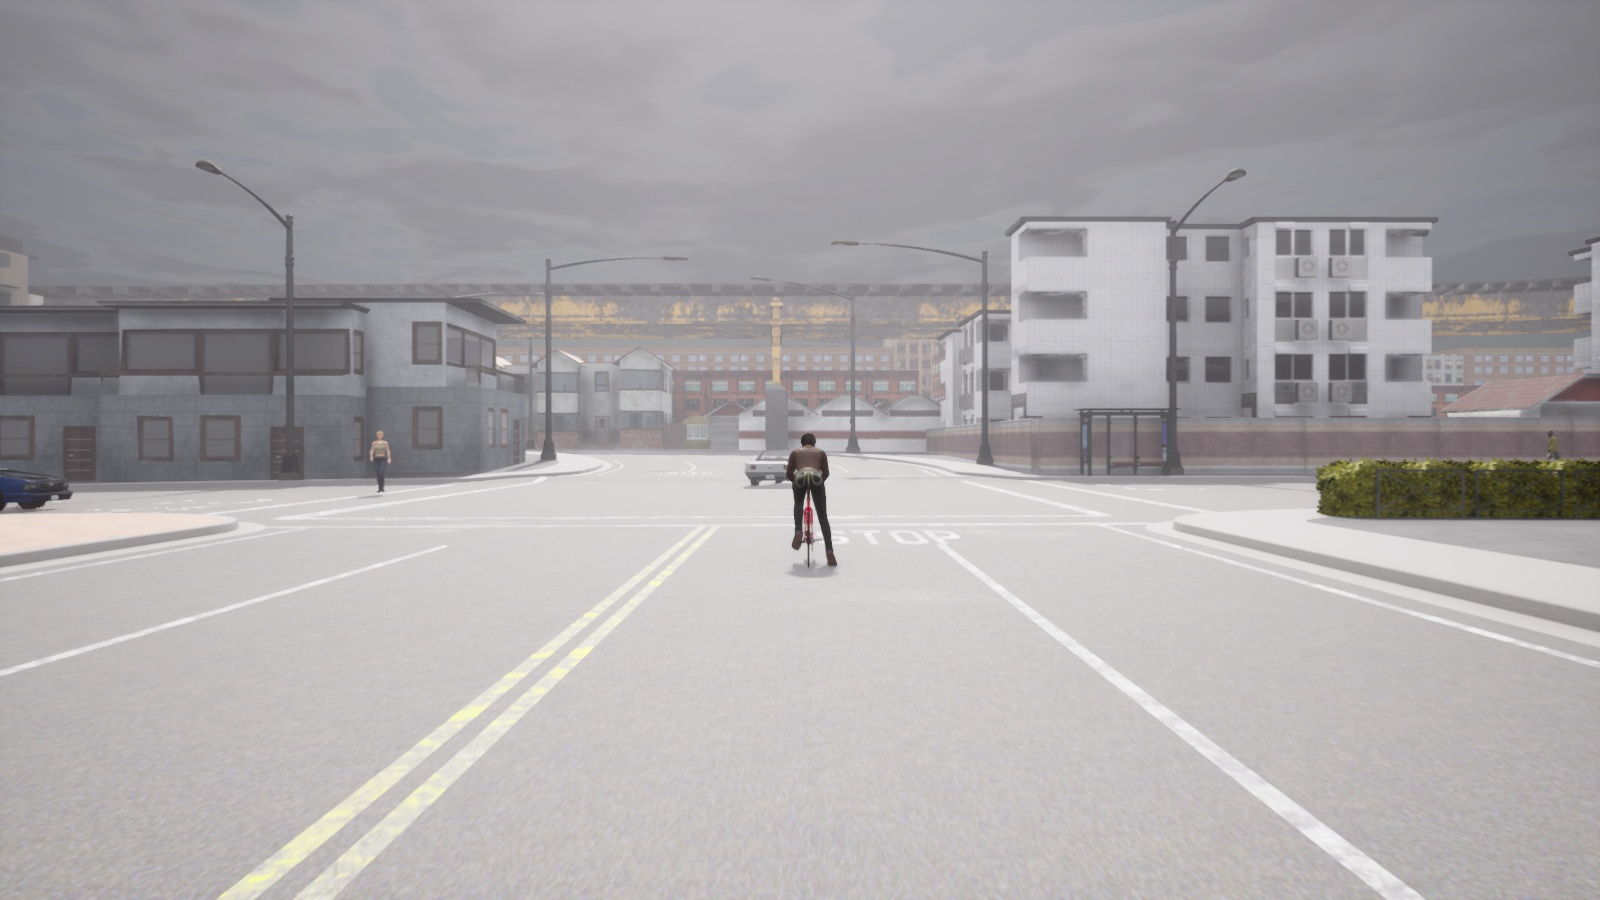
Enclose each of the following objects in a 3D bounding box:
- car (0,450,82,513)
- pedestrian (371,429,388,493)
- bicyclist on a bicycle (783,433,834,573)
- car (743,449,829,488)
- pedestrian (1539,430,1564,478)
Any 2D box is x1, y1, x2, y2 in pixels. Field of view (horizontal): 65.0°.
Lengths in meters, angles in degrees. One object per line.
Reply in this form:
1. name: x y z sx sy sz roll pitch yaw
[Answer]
1. car: -20.232 0.744 29.633 5.357 1.411 2.033 -1 0 -1
2. pedestrian: -12.299 0.318 36.727 0.345 1.836 0.594 0 0 -6
3. bicyclist on a bicycle: 0.104 0.613 15.403 0.582 1.620 1.656 0 0 0
4. car: -0.423 0.615 45.090 1.895 1.301 4.718 0 0 15
5. pedestrian: 28.969 0.152 48.393 0.726 1.835 0.370 0 0 2
